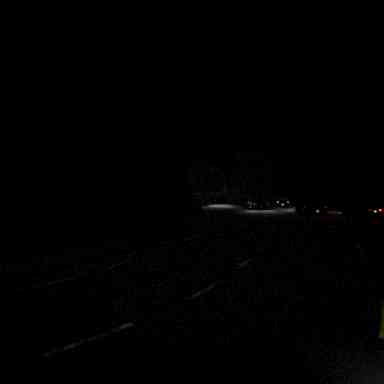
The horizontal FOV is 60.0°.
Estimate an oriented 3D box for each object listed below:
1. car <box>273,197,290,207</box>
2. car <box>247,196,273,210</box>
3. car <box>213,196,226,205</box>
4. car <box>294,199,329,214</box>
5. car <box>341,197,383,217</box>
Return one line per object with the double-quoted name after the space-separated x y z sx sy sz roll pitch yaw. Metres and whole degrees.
11.210 1.249 43.068 1.895 1.301 4.718 -1 0 2 "car"
7.392 1.242 37.523 1.812 1.442 4.674 -1 0 1 "car"
4.254 1.267 51.497 1.895 1.301 4.718 -1 0 2 "car"
10.835 1.324 30.648 1.895 1.301 4.718 -1 0 2 "car"
14.170 1.211 27.867 1.837 1.490 4.892 0 0 4 "car"
